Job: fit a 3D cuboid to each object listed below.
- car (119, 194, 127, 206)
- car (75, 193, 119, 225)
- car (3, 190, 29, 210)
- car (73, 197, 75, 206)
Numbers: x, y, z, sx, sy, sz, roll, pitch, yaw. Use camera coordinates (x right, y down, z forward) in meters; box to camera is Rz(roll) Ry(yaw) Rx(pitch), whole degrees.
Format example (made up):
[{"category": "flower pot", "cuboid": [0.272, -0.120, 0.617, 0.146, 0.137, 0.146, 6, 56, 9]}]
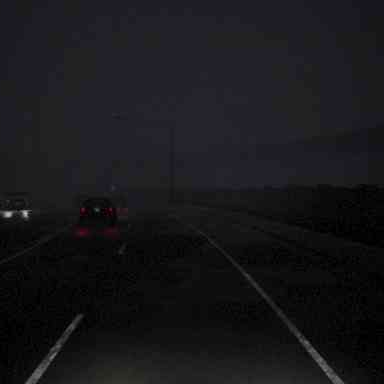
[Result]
[{"category": "car", "cuboid": [-9.389, 0.904, 40.351, 2.128, 1.511, 4.902, -1, 1, -28]}, {"category": "car", "cuboid": [-5.951, 1.049, 21.396, 2.097, 1.767, 4.553, -1, 1, -12]}, {"category": "car", "cuboid": [-19.177, 0.817, 36.172, 2.150, 2.045, 5.566, -1, 1, -32]}, {"category": "car", "cuboid": [-12.750, 0.971, 39.290, 1.837, 1.490, 4.892, -1, 1, -29]}]
